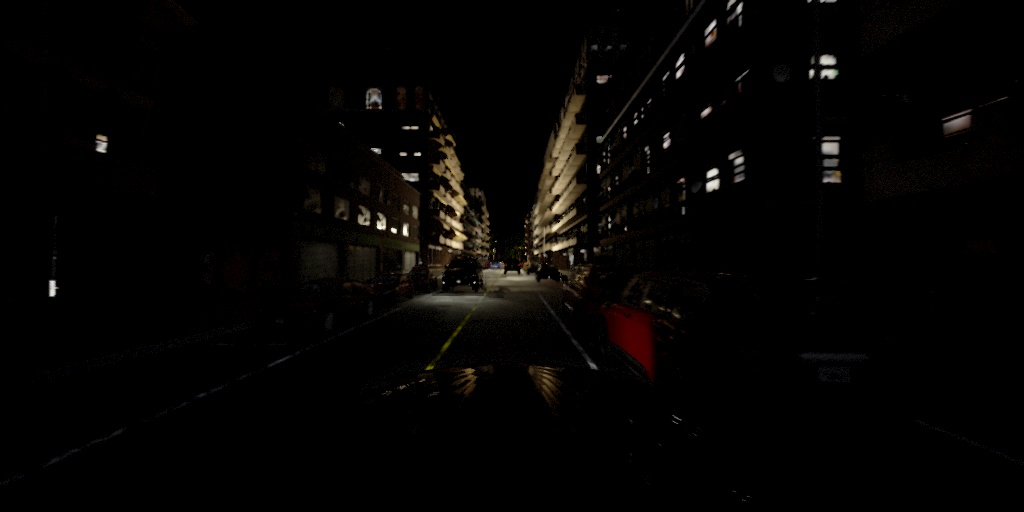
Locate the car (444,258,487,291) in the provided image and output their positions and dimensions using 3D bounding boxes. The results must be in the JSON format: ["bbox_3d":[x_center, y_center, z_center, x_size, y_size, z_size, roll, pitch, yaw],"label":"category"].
[{"bbox_3d":[-3.093,1.135,23.527,2.150,2.045,5.566,0,0,0],"label":"car"}]

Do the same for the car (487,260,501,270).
[{"bbox_3d":[-2.992,1.739,64.593,1.812,1.442,4.674,0,0,0],"label":"car"}]

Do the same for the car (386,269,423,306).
[{"bbox_3d":[-5.685,1.443,16.572,1.802,1.307,4.207,0,0,0],"label":"car"}]

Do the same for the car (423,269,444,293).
[{"bbox_3d":[-5.684,1.485,22.143,1.802,1.307,4.207,0,0,0],"label":"car"}]

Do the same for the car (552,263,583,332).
[{"bbox_3d":[2.694,1.134,10.958,2.192,1.841,5.009,0,0,0],"label":"car"}]

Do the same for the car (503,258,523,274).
[{"bbox_3d":[0.027,1.313,47.052,2.150,2.045,5.566,0,0,0],"label":"car"}]

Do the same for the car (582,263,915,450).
[{"bbox_3d":[2.692,1.092,5.388,2.192,1.841,5.009,0,0,0],"label":"car"}]

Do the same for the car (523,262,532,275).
[{"bbox_3d":[2.704,1.621,44.384,2.007,1.370,4.403,0,0,0],"label":"car"}]

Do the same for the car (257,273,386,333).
[{"bbox_3d":[-5.687,1.364,11.001,1.888,1.381,4.507,0,0,0],"label":"car"}]

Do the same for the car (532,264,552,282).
[{"bbox_3d":[3.009,1.479,31.442,1.837,1.490,4.892,0,0,0],"label":"car"}]

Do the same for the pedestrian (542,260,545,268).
[{"bbox_3d":[2.988,1.289,34.401,0.375,1.860,0.375,1,-1,-5],"label":"pedestrian"}]
